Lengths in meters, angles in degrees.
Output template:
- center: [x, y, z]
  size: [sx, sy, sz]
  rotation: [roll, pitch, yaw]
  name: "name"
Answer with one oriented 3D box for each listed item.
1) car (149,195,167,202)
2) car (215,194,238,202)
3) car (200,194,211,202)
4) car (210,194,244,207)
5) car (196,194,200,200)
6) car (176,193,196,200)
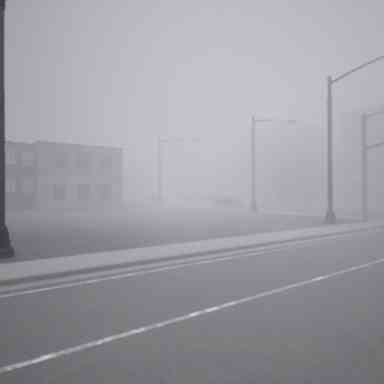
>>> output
- center: [-6.755, 1.234, 64.927]
  size: [1.812, 1.442, 4.674]
  rotation: [0, 1, -37]
  name: "car"
- center: [7.199, 1.258, 69.653]
  size: [2.128, 1.511, 4.902]
  rotation: [0, 1, -37]
  name: "car"
- center: [4.398, 1.220, 67.554]
  size: [1.882, 1.535, 5.008]
  rotation: [0, 1, -37]
  name: "car"
- center: [5.389, 1.398, 48.560]
  size: [2.128, 1.511, 4.902]
  rotation: [0, 1, -37]
  name: "car"
- center: [0.947, 1.101, 77.996]
  size: [2.033, 1.411, 5.357]
  rotation: [0, 0, -37]
  name: "car"
- center: [-1.854, 1.060, 75.898]
  size: [1.837, 1.490, 4.892]
  rotation: [0, 0, -37]
  name: "car"
